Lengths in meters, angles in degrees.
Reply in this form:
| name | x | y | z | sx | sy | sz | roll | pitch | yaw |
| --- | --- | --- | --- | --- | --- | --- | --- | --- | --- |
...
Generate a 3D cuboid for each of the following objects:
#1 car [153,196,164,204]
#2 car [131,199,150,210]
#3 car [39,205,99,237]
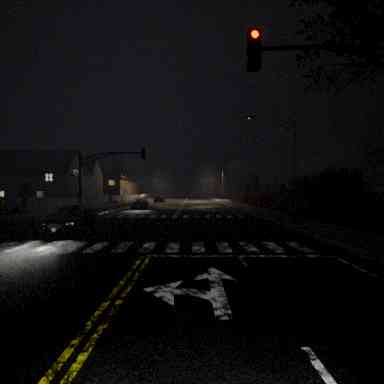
| name | x | y | z | sx | sy | sz | roll | pitch | yaw |
| --- | --- | --- | --- | --- | --- | --- | --- | --- | --- |
| car | -6.368 | 1.484 | 64.416 | 2.033 | 1.411 | 5.357 | 0 | 0 | 0 |
| car | -6.415 | 1.576 | 41.715 | 1.994 | 1.385 | 4.181 | 0 | 1 | 0 |
| car | -6.458 | 1.494 | 17.975 | 2.128 | 1.511 | 4.902 | 0 | 0 | 0 |
